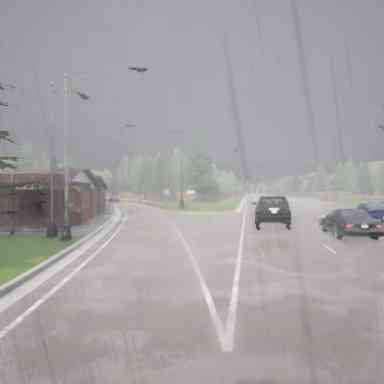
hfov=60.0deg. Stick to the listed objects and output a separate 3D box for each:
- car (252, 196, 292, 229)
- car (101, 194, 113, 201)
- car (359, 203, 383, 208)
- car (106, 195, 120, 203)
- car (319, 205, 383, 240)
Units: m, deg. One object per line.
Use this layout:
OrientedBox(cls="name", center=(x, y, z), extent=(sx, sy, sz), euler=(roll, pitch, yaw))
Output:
OrientedBox(cls="car", center=(5.271, 1.254, 22.203), extent=(2.150, 2.045, 5.566), euler=(0, 0, 9))
OrientedBox(cls="car", center=(-22.003, 1.467, 85.720), extent=(2.097, 1.767, 4.553), euler=(0, 0, -26))
OrientedBox(cls="car", center=(12.556, 1.486, 23.352), extent=(1.882, 1.535, 5.008), euler=(0, 0, 9))
OrientedBox(cls="car", center=(-17.723, 1.772, 76.120), extent=(2.033, 1.411, 5.357), euler=(0, 0, -24))
OrientedBox(cls="car", center=(7.962, 1.558, 17.025), extent=(2.033, 1.411, 5.357), euler=(0, 0, 9))
